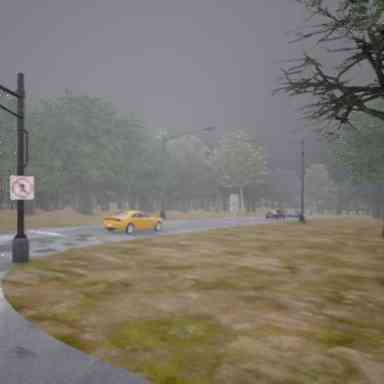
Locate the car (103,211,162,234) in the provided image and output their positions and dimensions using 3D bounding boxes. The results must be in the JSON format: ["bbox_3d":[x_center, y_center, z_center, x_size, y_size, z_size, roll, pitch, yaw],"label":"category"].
[{"bbox_3d":[-4.161,2.114,24.251,1.882,1.535,5.008,0,-2,33],"label":"car"}]

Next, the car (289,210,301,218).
[{"bbox_3d":[17.770,3.845,57.952,2.033,1.411,5.357,0,-3,33],"label":"car"}]

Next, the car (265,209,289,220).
[{"bbox_3d":[12.415,3.321,49.636,1.812,1.442,4.674,0,-3,34],"label":"car"}]
